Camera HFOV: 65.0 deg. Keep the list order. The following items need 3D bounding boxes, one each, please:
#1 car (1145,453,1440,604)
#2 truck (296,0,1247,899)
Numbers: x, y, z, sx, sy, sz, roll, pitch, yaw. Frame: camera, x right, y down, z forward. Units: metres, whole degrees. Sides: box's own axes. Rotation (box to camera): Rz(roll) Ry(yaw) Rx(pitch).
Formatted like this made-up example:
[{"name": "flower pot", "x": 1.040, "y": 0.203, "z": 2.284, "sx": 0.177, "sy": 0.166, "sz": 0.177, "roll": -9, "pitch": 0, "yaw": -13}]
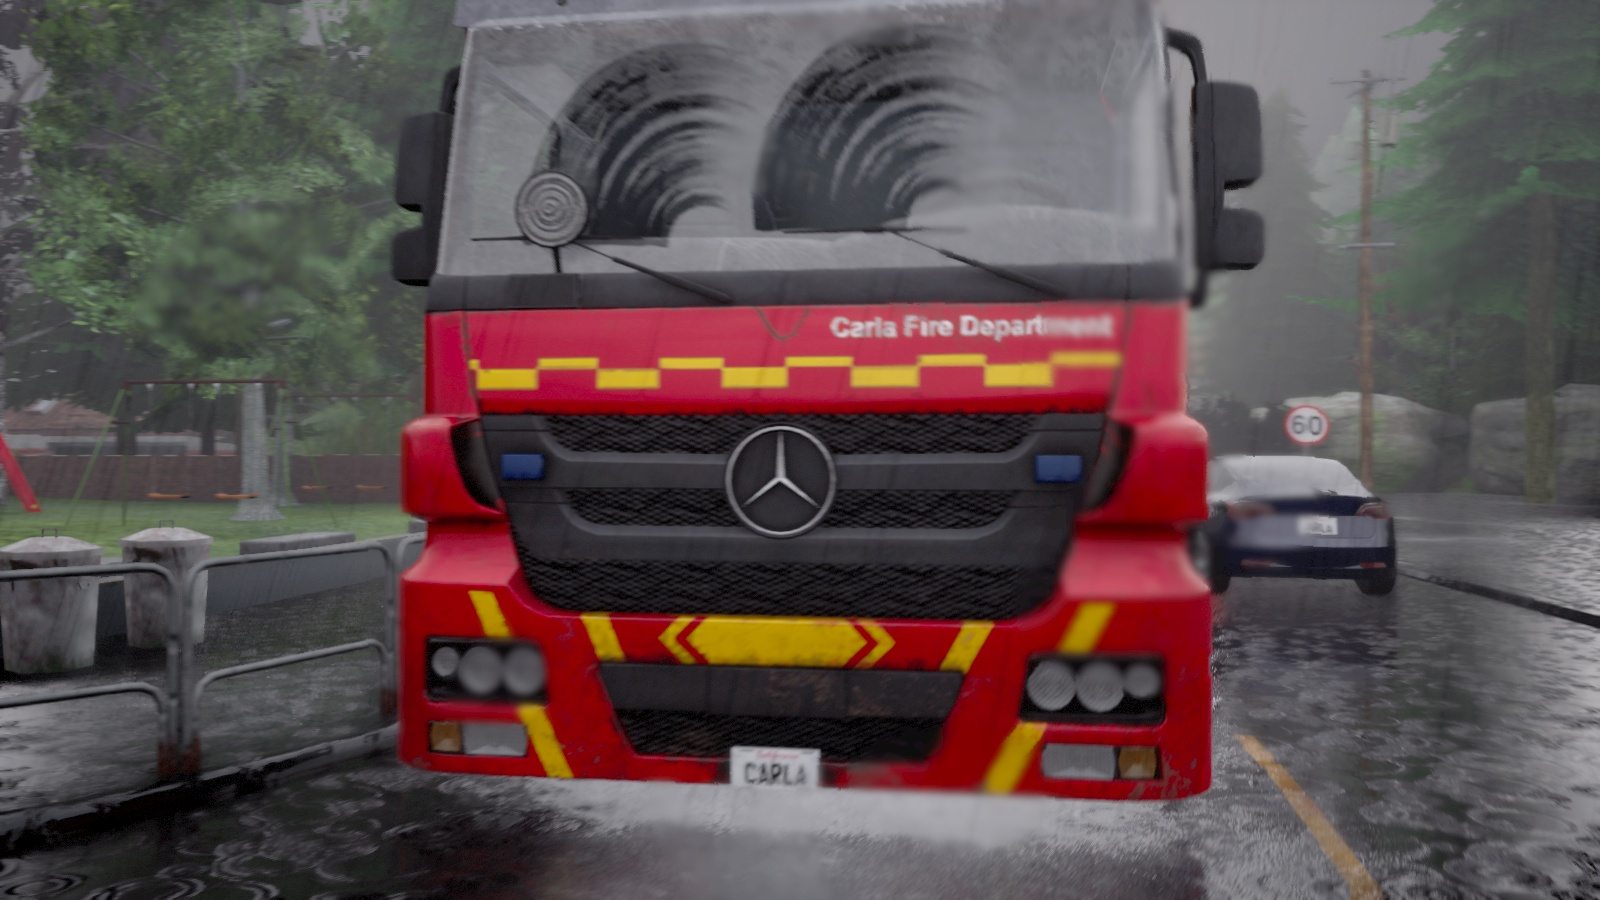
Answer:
[{"name": "car", "x": 5.543, "y": 0.793, "z": 14.895, "sx": 2.163, "sy": 1.488, "sz": 4.792, "roll": 0, "pitch": 0, "yaw": 8}, {"name": "truck", "x": 0.483, "y": -0.385, "z": 7.950, "sx": 2.891, "sy": 3.827, "sz": 8.468, "roll": 0, "pitch": 0, "yaw": 9}]
